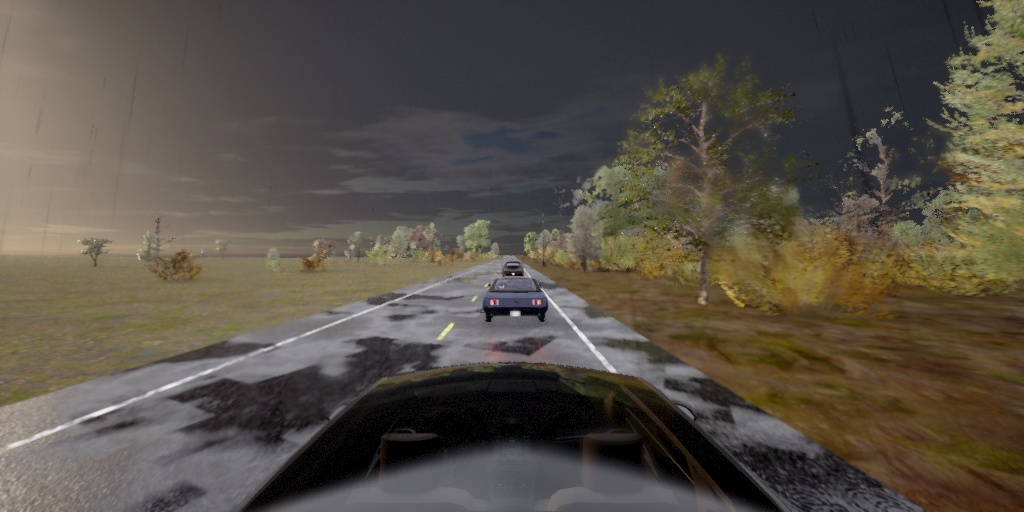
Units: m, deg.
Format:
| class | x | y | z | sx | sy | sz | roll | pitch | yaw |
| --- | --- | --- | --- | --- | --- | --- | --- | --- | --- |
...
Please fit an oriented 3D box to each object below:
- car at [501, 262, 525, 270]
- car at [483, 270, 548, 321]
| class | x | y | z | sx | sy | sz | roll | pitch | yaw |
| --- | --- | --- | --- | --- | --- | --- | --- | --- | --- |
| car | 0.094 | 1.242 | 32.241 | 1.837 | 1.490 | 4.892 | 0 | 0 | 0 |
| car | 0.099 | 1.350 | 12.419 | 1.895 | 1.301 | 4.718 | 0 | 0 | 0 |
